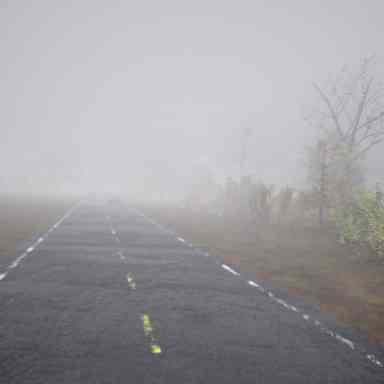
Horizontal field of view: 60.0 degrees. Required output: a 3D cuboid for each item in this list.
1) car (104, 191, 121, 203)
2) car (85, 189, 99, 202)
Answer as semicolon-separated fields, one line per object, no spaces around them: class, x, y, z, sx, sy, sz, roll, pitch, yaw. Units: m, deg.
car;-11.920;0.969;50.726;1.994;1.385;4.181;3;0;-16
car;-15.922;0.708;53.331;1.837;1.490;4.892;3;0;-15
